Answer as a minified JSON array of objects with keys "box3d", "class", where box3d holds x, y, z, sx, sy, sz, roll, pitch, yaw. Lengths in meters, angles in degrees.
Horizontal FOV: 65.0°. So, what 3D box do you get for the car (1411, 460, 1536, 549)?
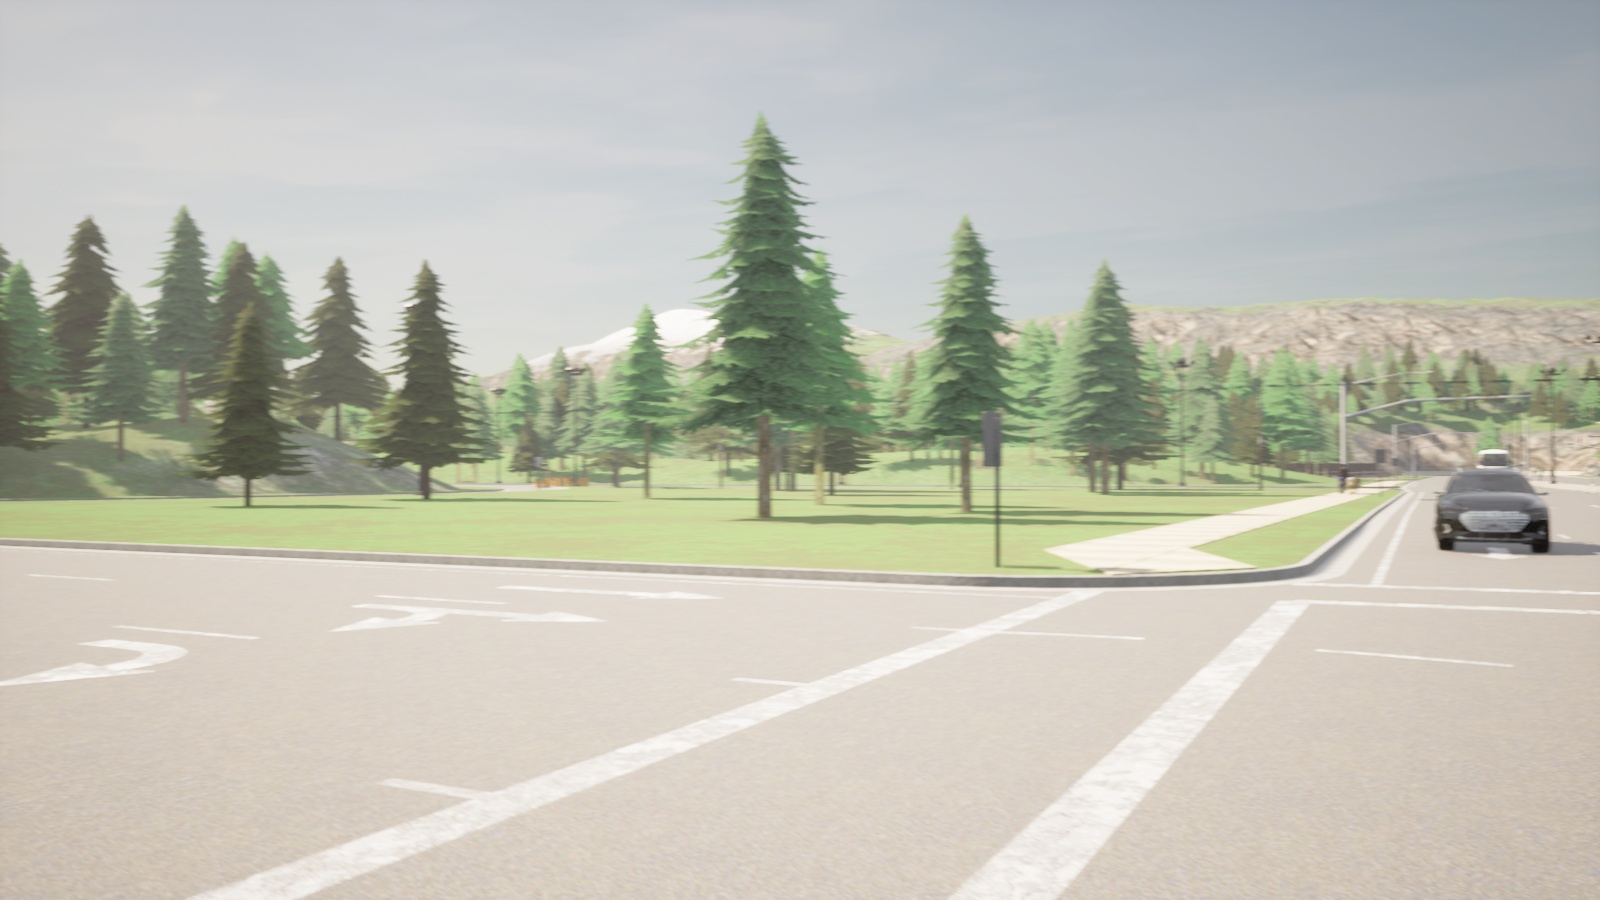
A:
[{"box3d":[13.725,1.057,25.843,2.033,1.649,4.856,-1,-1,26],"class":"car"}]
